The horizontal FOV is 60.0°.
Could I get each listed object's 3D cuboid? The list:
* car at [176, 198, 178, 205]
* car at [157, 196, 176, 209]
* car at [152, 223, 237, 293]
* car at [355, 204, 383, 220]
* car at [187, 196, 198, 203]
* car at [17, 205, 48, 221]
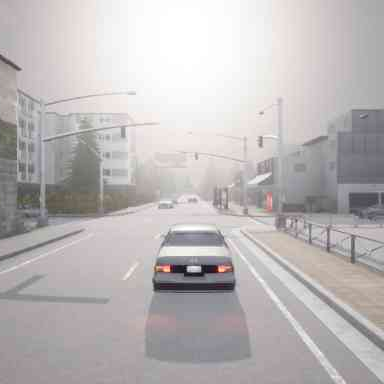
[{"bbox_3d":[-3.555,1.503,59.630,1.837,1.490,4.892,0,0,0],"label":"car"},{"bbox_3d":[-3.584,1.526,45.894,1.812,1.442,4.674,0,0,0],"label":"car"},{"bbox_3d":[0.062,1.547,8.990,2.033,1.411,5.357,0,0,1],"label":"car"},{"bbox_3d":[16.724,1.740,29.382,4.181,1.385,1.994,0,0,0],"label":"car"},{"bbox_3d":[0.122,1.526,68.876,1.812,1.442,4.674,0,0,0],"label":"car"},{"bbox_3d":[-15.304,1.777,29.081,4.718,1.301,1.895,0,0,1],"label":"car"}]
